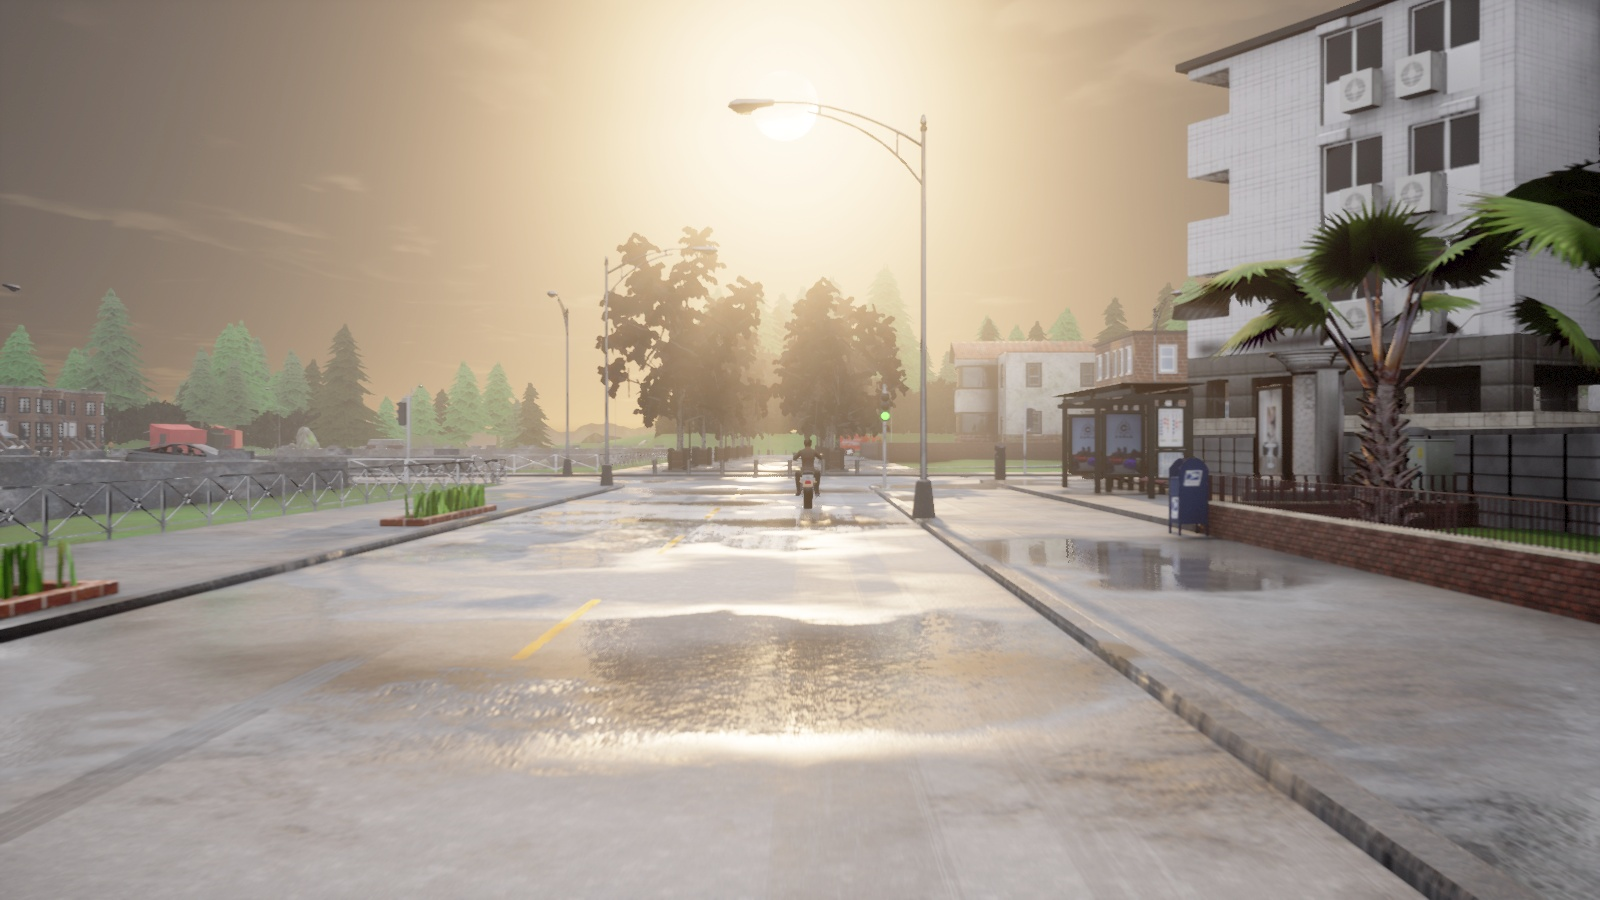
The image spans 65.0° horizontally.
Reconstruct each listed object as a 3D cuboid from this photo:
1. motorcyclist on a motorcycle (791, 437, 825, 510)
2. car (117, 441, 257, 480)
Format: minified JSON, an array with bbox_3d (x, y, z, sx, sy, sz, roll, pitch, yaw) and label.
[{"bbox_3d":[0.185,0.531,29.446,0.766,1.649,2.350,0,0,0],"label":"motorcyclist on a motorcycle"},{"bbox_3d":[-24.101,0.395,49.482,4.514,1.525,2.007,0,0,2],"label":"car"}]
